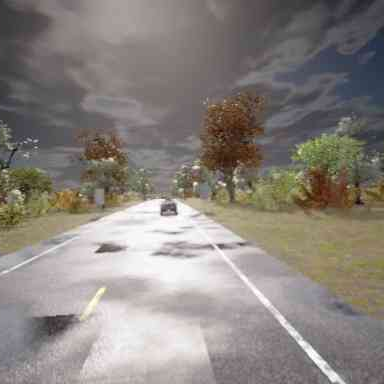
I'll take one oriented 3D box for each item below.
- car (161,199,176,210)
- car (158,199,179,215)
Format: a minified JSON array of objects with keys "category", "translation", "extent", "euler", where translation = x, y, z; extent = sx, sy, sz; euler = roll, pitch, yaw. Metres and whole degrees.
[{"category":"car","translation":[-3.435,1.727,48.696],"extent":[1.994,1.385,4.181],"euler":[-3,0,-4]},{"category":"car","translation":[-2.507,1.611,35.763],"extent":[1.837,1.490,4.892],"euler":[-3,0,-4]}]
